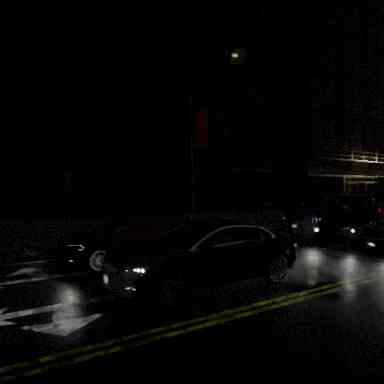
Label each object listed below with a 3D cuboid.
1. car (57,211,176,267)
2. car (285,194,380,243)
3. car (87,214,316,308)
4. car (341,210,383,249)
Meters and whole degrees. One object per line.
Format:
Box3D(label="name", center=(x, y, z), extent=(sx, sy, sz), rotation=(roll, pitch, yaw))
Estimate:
Box3D(label="car", center=(-1.560, 1.381, 10.415), extent=(5.008, 1.535, 1.882), rotation=(0, 1, -33))
Box3D(label="car", center=(6.750, 1.112, 15.855), extent=(5.566, 2.045, 2.150), rotation=(0, 1, -33))
Box3D(label="car", center=(0.380, 1.424, 7.804), extent=(4.902, 1.511, 2.128), rotation=(0, 1, -34))
Box3D(label="car", center=(8.137, 1.522, 12.878), extent=(4.718, 1.301, 1.895), rotation=(0, 1, -33))
